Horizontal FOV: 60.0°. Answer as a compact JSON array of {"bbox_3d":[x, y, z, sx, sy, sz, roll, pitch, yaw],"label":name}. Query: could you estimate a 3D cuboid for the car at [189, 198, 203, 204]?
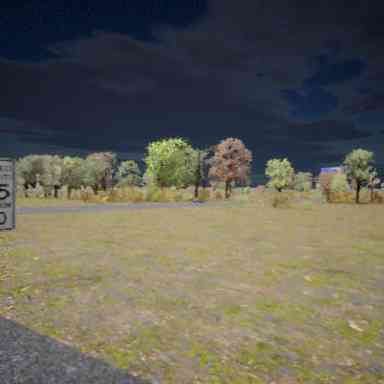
[{"bbox_3d":[1.062,2.323,85.025,1.994,1.385,4.181,1,0,36],"label":"car"}]
